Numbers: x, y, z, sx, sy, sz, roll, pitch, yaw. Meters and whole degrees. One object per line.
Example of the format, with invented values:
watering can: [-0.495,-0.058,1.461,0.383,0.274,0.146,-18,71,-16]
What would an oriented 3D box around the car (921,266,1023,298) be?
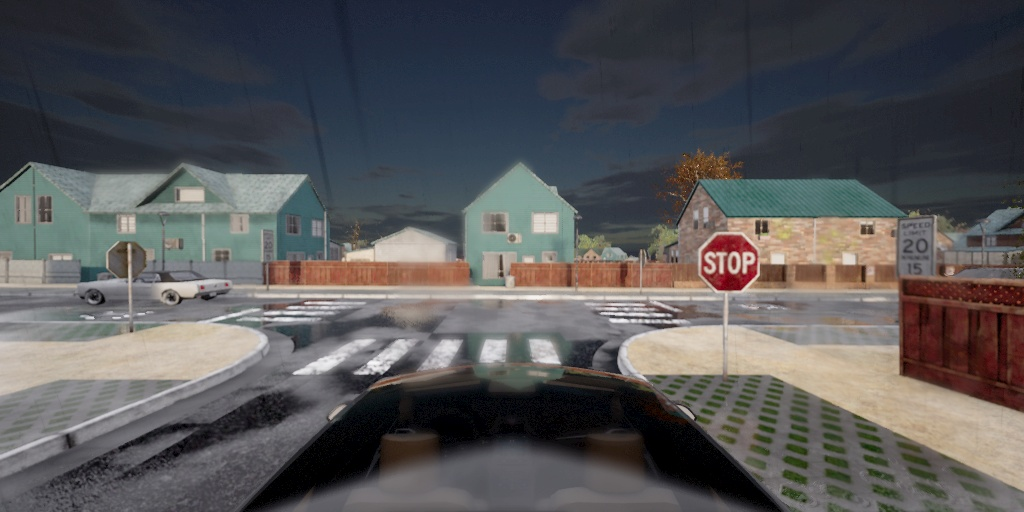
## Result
car: [19.917,1.271,14.987,4.553,1.767,2.097,0,1,-1]

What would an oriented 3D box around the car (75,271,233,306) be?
car: [-14.267,1.245,14.423,4.718,1.301,1.895,0,1,-1]
